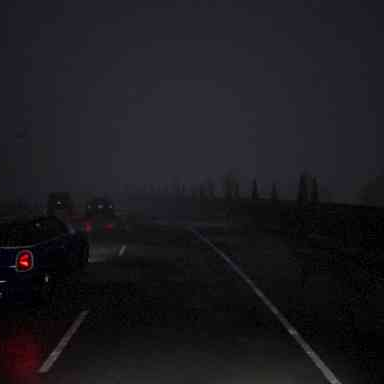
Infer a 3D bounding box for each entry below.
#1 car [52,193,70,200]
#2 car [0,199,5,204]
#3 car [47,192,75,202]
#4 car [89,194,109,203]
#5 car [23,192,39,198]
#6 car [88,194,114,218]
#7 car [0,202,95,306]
[{"bbox_3d":[-28.433,0.930,72.123,1.812,1.442,4.674,-1,1,-45],"label":"car"},{"bbox_3d":[-7.949,1.283,12.338,2.097,1.767,4.553,0,0,-7],"label":"car"},{"bbox_3d":[-12.384,1.029,31.417,2.150,2.045,5.566,0,0,-18],"label":"car"},{"bbox_3d":[-16.360,1.082,58.349,1.801,1.575,5.366,0,0,-33],"label":"car"},{"bbox_3d":[-40.188,0.860,83.085,4.892,1.490,1.837,0,1,37],"label":"car"},{"bbox_3d":[-7.563,1.175,27.494,2.097,1.767,4.553,0,0,-15],"label":"car"},{"bbox_3d":[-3.973,1.304,7.998,2.097,1.767,4.553,0,0,-5],"label":"car"}]
